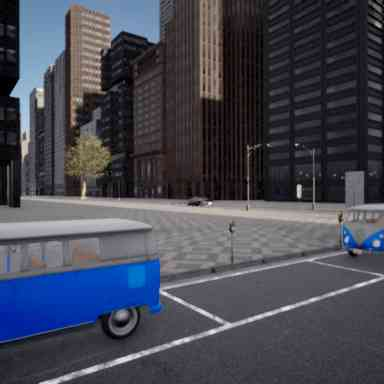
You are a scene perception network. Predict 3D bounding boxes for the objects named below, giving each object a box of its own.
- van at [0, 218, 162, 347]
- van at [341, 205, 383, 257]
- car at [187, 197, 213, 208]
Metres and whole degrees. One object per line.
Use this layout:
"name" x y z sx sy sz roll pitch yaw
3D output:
"van" -2.407 1.340 4.934 3.998 1.788 1.690 0 0 -35
"van" 6.841 1.320 11.523 3.998 1.788 1.690 0 0 -35
"car" 1.200 1.537 49.494 2.128 1.511 4.902 0 0 -36
